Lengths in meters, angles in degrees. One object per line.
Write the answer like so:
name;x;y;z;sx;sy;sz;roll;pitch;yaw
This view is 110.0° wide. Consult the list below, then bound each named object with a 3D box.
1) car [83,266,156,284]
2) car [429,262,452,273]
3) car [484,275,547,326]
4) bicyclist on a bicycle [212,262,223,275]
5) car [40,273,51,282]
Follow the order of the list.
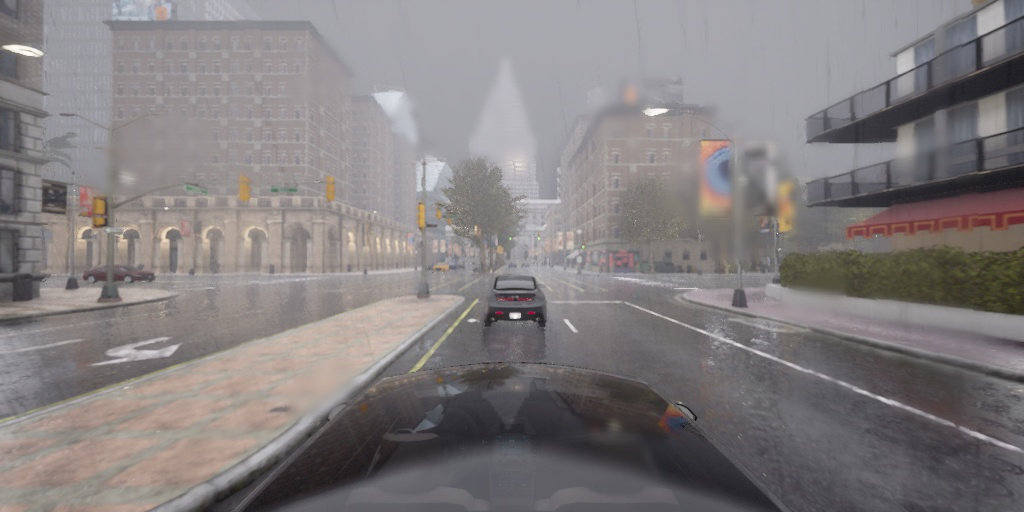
car;-33.678;1.554;30.859;5.008;1.535;1.882;0;-1;0
car;-11.496;1.861;58.250;1.882;1.535;5.008;0;-1;0
car;0.102;1.373;12.115;1.837;1.490;4.892;0;0;0
bicyclist on a bicycle;-37.239;1.538;45.314;0.582;1.620;1.656;0;0;0
car;-42.970;1.677;30.850;4.718;1.301;1.895;0;-1;0
